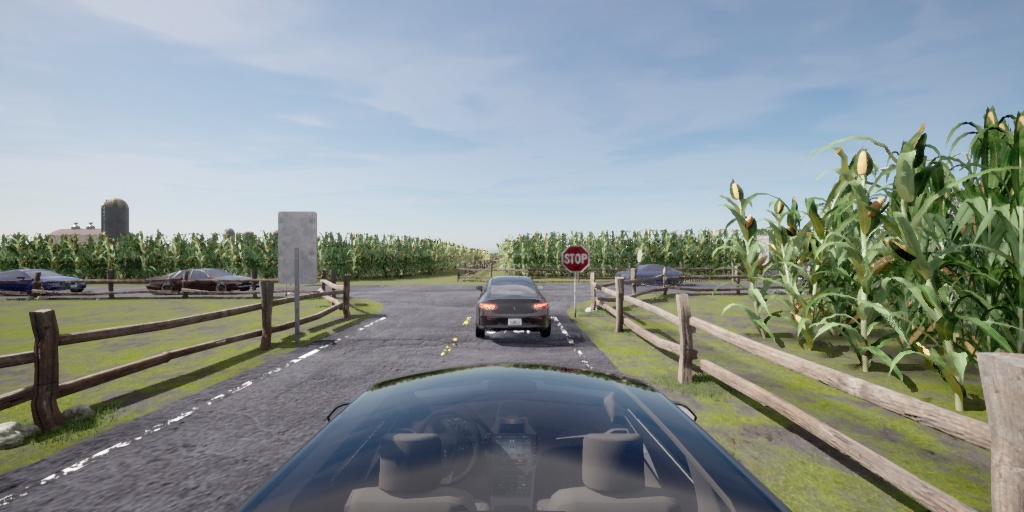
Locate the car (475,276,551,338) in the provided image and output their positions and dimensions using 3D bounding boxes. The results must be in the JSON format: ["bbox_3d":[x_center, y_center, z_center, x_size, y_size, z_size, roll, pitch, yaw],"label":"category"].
[{"bbox_3d":[-0.041,1.275,10.132,1.812,1.442,4.674,0,0,-3],"label":"car"}]

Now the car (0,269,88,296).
[{"bbox_3d":[-27.375,1.487,20.485,4.674,1.442,1.812,0,0,0],"label":"car"}]

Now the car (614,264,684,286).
[{"bbox_3d":[8.866,1.229,23.378,4.181,1.385,1.994,0,0,0],"label":"car"}]

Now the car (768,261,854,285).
[{"bbox_3d":[19.361,1.098,23.360,4.892,1.490,1.837,-1,0,0],"label":"car"}]

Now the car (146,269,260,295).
[{"bbox_3d":[-17.528,1.429,20.472,5.357,1.411,2.033,0,0,0],"label":"car"}]
